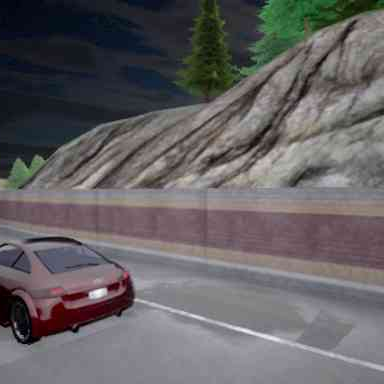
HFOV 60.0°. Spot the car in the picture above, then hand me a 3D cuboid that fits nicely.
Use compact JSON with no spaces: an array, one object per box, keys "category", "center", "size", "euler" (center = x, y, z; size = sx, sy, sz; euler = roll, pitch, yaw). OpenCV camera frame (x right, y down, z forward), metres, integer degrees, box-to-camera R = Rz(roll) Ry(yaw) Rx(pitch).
[{"category":"car","center":[-3.057,1.576,6.513],"size":[4.181,1.385,1.994],"euler":[0,0,38]}]
